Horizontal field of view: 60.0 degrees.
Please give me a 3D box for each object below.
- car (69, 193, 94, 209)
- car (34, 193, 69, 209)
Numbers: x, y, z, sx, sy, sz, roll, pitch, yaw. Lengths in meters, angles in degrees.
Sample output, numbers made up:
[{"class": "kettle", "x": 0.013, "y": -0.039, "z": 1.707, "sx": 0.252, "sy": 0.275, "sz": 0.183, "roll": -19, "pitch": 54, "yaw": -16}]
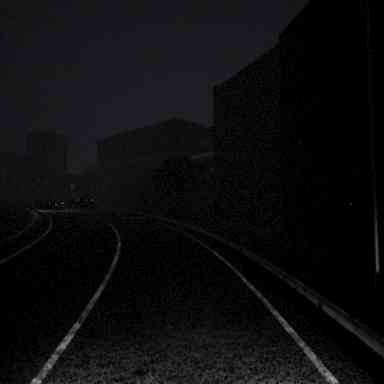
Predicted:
[{"class": "car", "x": -12.724, "y": 0.860, "z": 37.279, "sx": 2.097, "sy": 1.767, "sz": 4.553, "roll": 3, "pitch": 0, "yaw": -39}, {"class": "car", "x": -14.599, "y": 0.921, "z": 33.845, "sx": 1.837, "sy": 1.490, "sz": 4.892, "roll": 3, "pitch": 0, "yaw": -39}]
